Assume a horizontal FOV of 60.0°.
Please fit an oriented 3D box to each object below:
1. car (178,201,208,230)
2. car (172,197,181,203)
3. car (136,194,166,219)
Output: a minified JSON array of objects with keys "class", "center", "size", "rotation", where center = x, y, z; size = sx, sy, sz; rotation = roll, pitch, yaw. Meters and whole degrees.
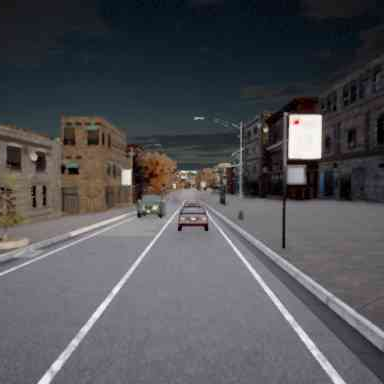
[{"class":"car","center":[0.062,1.550,20.938],"size":[2.033,1.411,5.357],"rotation":[0,0,0]},{"class":"car","center":[-3.351,1.669,71.349],"size":[1.895,1.301,4.718],"rotation":[0,0,0]},{"class":"car","center":[-3.528,1.237,29.798],"size":[2.150,2.045,5.566],"rotation":[0,0,0]}]
